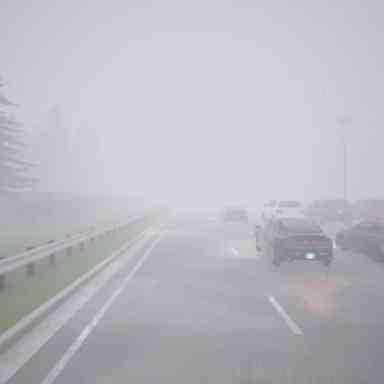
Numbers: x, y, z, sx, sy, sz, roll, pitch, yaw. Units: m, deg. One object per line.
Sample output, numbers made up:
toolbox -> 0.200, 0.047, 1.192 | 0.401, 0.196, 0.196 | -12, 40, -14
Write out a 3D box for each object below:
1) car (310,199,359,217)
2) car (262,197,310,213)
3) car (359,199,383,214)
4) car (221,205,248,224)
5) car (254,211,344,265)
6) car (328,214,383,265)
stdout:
car -> 10.527, 1.571, 26.153 | 2.150, 2.045, 5.566 | 0, 0, 1
car -> 7.027, 1.571, 26.153 | 2.150, 2.045, 5.566 | 0, 0, 1
car -> 14.027, 1.571, 26.153 | 2.150, 2.045, 5.566 | 0, 0, 1
car -> 3.549, 1.855, 28.462 | 1.882, 1.535, 5.008 | 0, 0, 0
car -> 3.541, 1.671, 12.307 | 1.837, 1.490, 4.892 | 0, 0, 1
car -> 7.042, 1.731, 12.406 | 1.994, 1.385, 4.181 | 0, -1, 1
